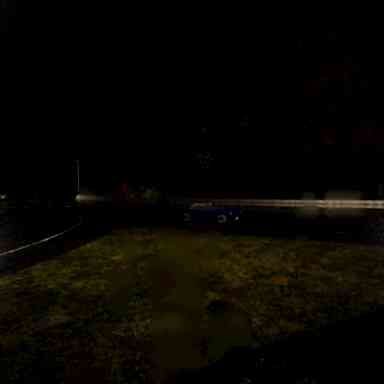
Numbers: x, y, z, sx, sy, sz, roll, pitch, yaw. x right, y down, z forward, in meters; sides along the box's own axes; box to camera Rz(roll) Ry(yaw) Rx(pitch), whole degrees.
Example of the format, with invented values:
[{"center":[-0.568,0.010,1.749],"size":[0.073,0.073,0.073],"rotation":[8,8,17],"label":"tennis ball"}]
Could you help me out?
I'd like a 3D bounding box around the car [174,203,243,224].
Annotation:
[{"center":[1.150,1.454,23.475],"size":[4.718,1.301,1.895],"rotation":[0,0,34],"label":"car"}]
